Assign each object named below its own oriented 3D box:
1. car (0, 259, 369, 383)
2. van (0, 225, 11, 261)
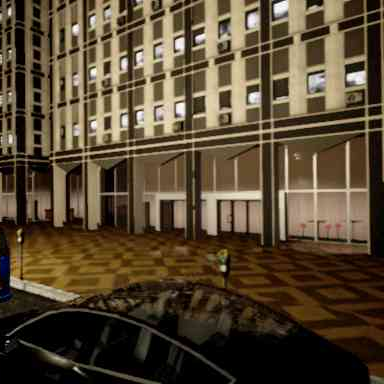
[{"bbox_3d":[-0.608,1.589,3.309,4.313,1.339,1.947,-1,-1,35],"label":"car"},{"bbox_3d":[-5.248,1.420,6.612,3.998,1.788,1.690,-1,-1,35],"label":"van"}]
